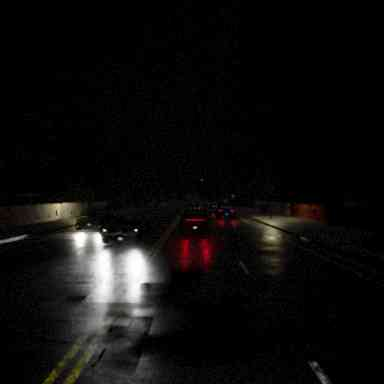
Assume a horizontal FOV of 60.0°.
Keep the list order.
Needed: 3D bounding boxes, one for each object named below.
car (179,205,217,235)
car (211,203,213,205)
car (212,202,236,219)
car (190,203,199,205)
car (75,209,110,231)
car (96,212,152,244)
[{"bbox_3d":[0.199,1.810,20.945,2.128,1.511,4.902,0,-1,0],"label":"car"},{"bbox_3d":[3.508,2.227,47.647,2.128,1.511,4.902,0,-1,1],"label":"car"},{"bbox_3d":[3.535,2.084,35.984,1.812,1.442,4.674,0,-1,0],"label":"car"},{"bbox_3d":[0.326,2.255,46.402,2.033,1.411,5.357,0,-1,0],"label":"car"},{"bbox_3d":[-6.489,1.897,22.948,1.994,1.385,4.181,0,-1,0],"label":"car"},{"bbox_3d":[-3.271,1.856,17.344,1.895,1.301,4.718,0,-1,0],"label":"car"}]
